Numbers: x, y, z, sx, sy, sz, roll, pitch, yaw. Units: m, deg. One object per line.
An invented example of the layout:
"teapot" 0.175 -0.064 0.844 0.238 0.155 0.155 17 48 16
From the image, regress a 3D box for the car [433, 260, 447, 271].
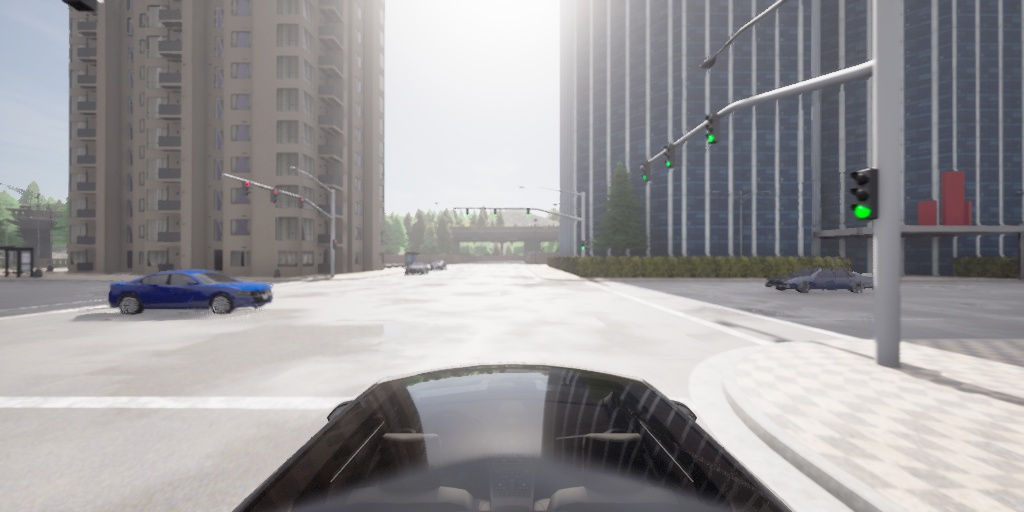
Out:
"car" -10.726 1.376 52.444 2.128 1.511 4.902 0 0 0

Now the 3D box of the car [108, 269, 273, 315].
"car" -11.493 1.246 13.040 5.008 1.535 1.882 0 0 -1

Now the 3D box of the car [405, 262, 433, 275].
"car" -10.703 1.414 40.676 1.994 1.385 4.181 0 0 0

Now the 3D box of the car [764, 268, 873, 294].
"car" 17.613 1.373 20.515 5.357 1.411 2.033 0 0 -1
